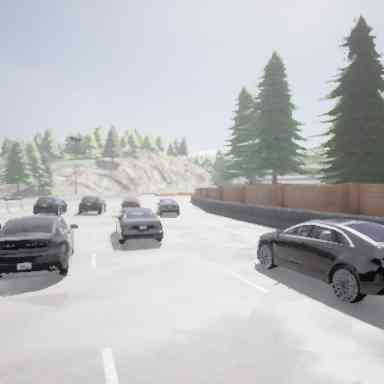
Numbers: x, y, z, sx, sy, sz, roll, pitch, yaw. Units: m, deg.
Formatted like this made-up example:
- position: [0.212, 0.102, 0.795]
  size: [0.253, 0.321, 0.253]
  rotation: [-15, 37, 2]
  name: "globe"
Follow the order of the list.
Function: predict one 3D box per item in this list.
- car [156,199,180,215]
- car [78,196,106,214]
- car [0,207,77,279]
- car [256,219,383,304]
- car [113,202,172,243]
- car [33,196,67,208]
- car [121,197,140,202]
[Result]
- position: [-2.248, 1.302, 30.169]
  size: [2.033, 1.411, 5.357]
  rotation: [-1, 0, -10]
  name: "car"
- position: [-9.593, 1.142, 32.213]
  size: [2.097, 1.767, 4.553]
  rotation: [0, 0, -9]
  name: "car"
- position: [-4.598, 1.449, 9.973]
  size: [1.837, 1.490, 4.892]
  rotation: [-1, 1, -18]
  name: "car"
- position: [3.357, 1.395, 8.068]
  size: [2.128, 1.511, 4.902]
  rotation: [-1, 1, -19]
  name: "car"
- position: [-2.586, 1.430, 15.463]
  size: [2.033, 1.411, 5.357]
  rotation: [-1, 1, -15]
  name: "car"
- position: [-12.839, 1.181, 30.340]
  size: [2.097, 1.767, 4.553]
  rotation: [0, 0, -9]
  name: "car"
- position: [-6.516, 1.267, 35.336]
  size: [1.812, 1.442, 4.674]
  rotation: [-1, 1, -8]
  name: "car"
